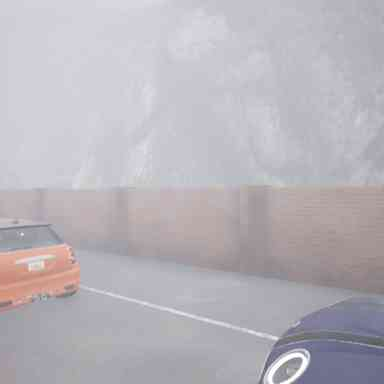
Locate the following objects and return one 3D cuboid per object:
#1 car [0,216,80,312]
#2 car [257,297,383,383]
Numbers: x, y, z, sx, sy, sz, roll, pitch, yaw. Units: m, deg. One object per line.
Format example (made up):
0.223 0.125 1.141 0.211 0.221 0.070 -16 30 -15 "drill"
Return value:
-4.536 1.351 7.232 4.553 1.767 2.097 0 0 36 "car"
2.703 1.352 2.102 4.553 1.767 2.097 0 0 35 "car"
